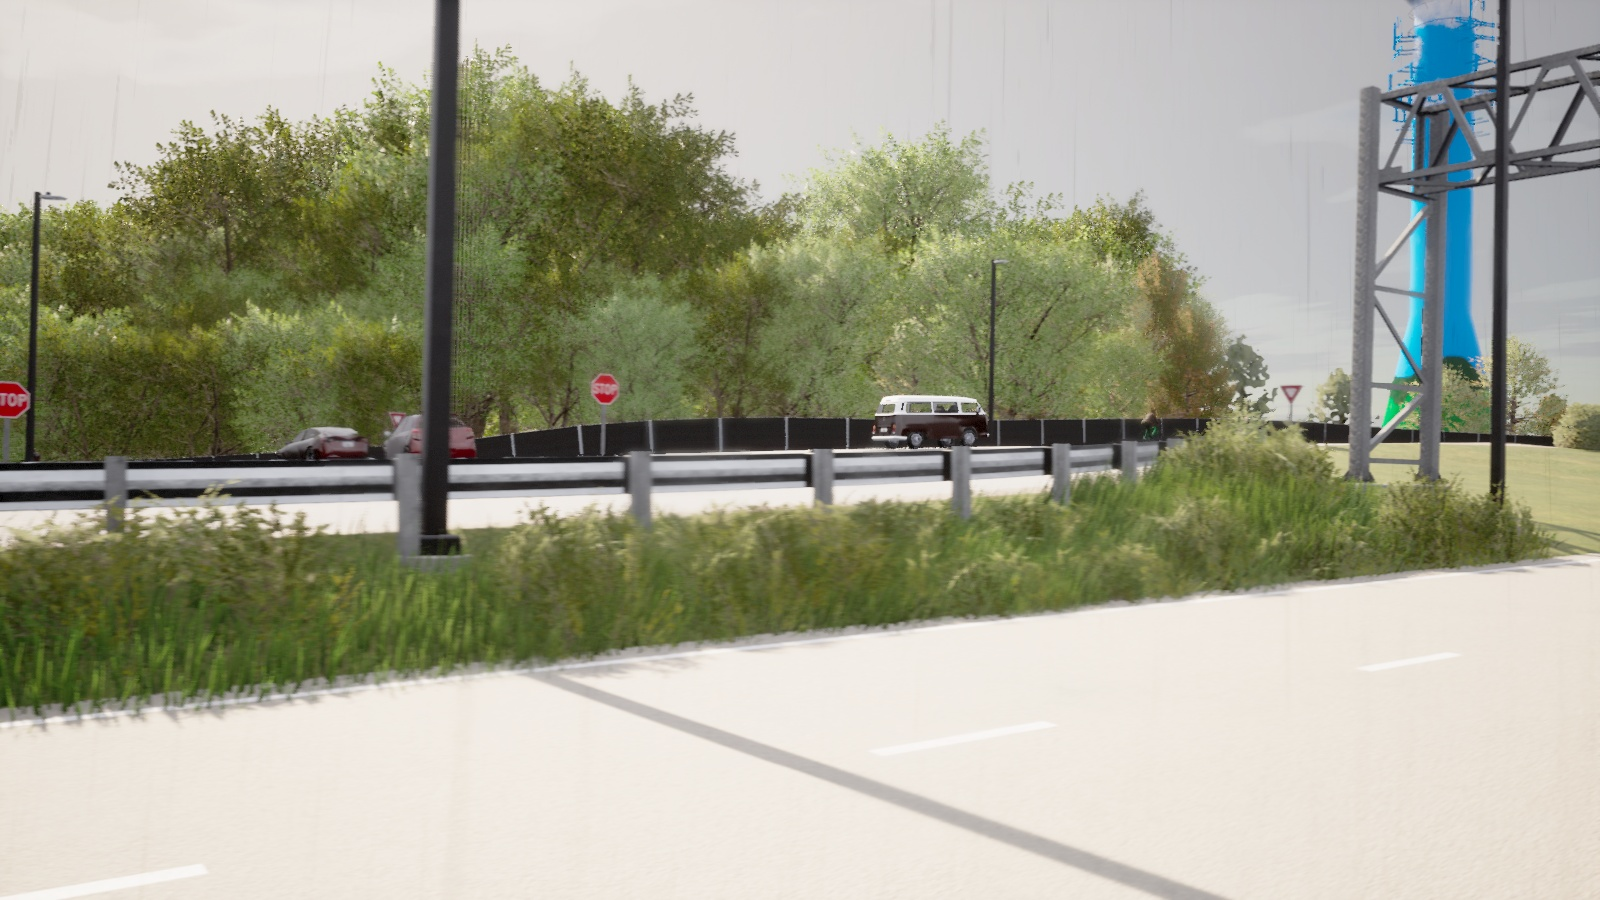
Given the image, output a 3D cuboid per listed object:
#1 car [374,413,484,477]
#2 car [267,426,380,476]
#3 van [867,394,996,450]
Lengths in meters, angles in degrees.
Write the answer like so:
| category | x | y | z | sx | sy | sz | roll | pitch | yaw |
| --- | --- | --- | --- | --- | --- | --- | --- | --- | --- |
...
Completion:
| category | x | y | z | sx | sy | sz | roll | pitch | yaw |
| --- | --- | --- | --- | --- | --- | --- | --- | --- | --- |
| car | -9.634 | -0.136 | 32.420 | 1.845 | 1.501 | 3.633 | -3 | 2 | -30 |
| car | -16.986 | 0.059 | 44.641 | 2.163 | 1.488 | 4.792 | 0 | -3 | -42 |
| van | 5.036 | -1.073 | 47.850 | 4.480 | 2.038 | 2.069 | -2 | 1 | -29 |
